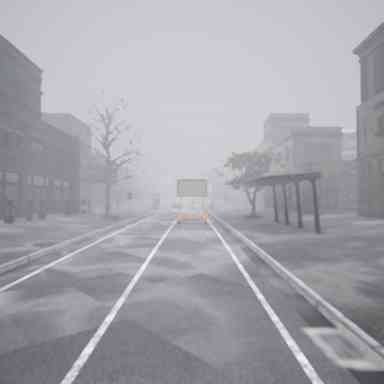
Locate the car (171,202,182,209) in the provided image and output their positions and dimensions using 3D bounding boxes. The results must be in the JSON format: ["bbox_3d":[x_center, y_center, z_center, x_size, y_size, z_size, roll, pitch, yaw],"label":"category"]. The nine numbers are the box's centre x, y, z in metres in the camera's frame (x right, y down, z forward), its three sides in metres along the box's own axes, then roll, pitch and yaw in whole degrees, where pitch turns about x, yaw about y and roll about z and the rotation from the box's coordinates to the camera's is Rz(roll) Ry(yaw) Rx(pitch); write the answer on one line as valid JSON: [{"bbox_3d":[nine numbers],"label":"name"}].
[{"bbox_3d":[-3.003,2.636,64.602,1.994,1.385,4.181,0,-1,1],"label":"car"}]

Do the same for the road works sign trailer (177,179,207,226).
[{"bbox_3d":[0.010,0.779,26.332,2.380,3.560,2.880,0,-1,0],"label":"road works sign trailer"}]
